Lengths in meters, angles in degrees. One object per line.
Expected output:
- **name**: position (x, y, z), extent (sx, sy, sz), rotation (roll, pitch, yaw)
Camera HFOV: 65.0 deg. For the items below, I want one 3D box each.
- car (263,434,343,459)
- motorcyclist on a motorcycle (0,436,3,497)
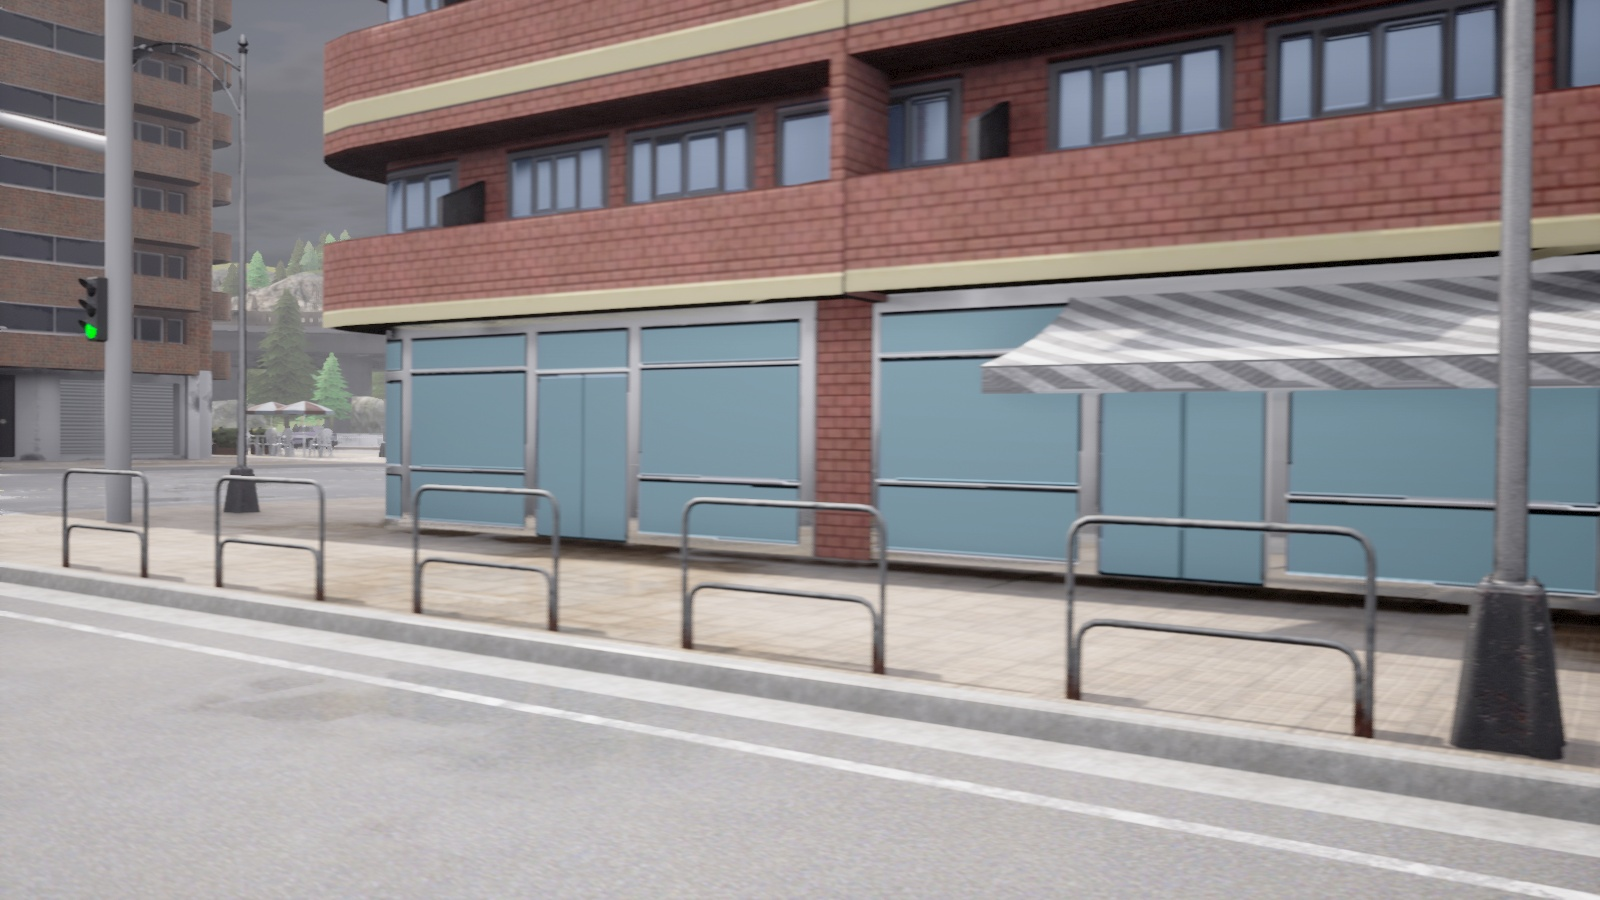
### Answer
- **car**: position (-33.718, -0.251, 85.150), extent (4.856, 1.649, 2.033), rotation (0, 1, 18)
- **motorcyclist on a motorcycle**: position (-21.751, 0.440, 32.379), extent (0.866, 1.590, 1.817), rotation (0, 1, 34)
